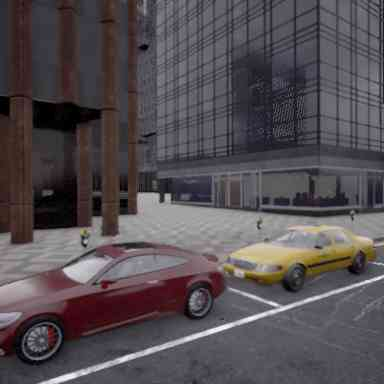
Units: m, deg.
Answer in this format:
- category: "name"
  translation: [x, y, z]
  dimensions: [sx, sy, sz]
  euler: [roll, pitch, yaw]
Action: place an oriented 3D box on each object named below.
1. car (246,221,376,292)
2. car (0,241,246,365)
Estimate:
- category: "car"
  translation: [3.023, 1.489, 8.809]
  dimensions: [4.829, 1.417, 1.752]
  euler: [0, 0, -36]
- category: "car"
  translation: [-1.264, 1.571, 5.748]
  dimensions: [4.206, 1.307, 1.802]
  euler: [0, 0, -36]
